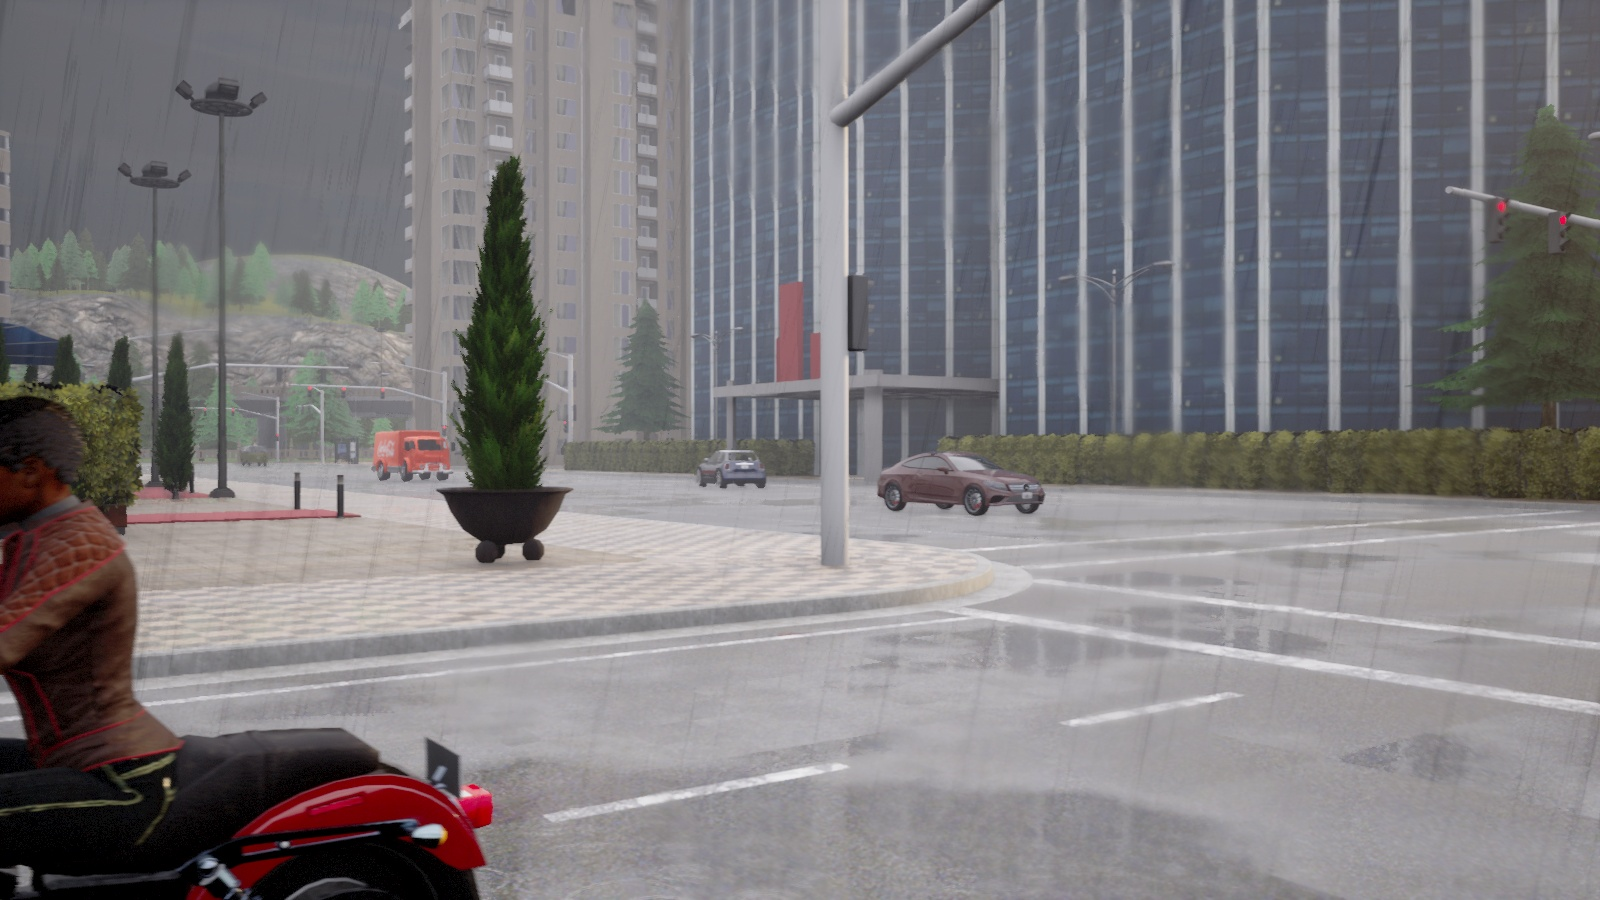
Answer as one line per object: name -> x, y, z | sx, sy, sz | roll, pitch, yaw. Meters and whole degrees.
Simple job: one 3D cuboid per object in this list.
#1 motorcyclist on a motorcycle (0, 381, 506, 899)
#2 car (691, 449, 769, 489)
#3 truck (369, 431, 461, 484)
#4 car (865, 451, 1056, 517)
motorcyclist on a motorcycle -> -1.829, 0.706, 2.386 | 2.350, 1.649, 0.766 | -1, 0, -35
car -> -2.789, 0.719, 49.513 | 1.970, 1.475, 3.806 | 0, 0, -21
truck -> -19.077, 0.361, 62.075 | 2.627, 2.467, 5.204 | 0, 0, -38
car -> 3.699, 0.745, 29.840 | 1.812, 1.442, 4.674 | 0, 0, -35
